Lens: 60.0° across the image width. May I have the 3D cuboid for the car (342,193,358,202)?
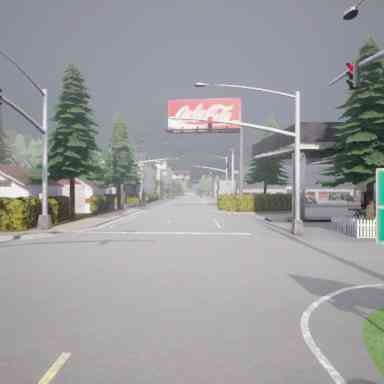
[{"bbox_3d":[34.946,1.489,71.820,2.007,1.523,4.514,0,0,0],"label":"car"}]

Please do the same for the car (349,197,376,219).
[{"bbox_3d":[14.383,1.504,24.973,3.866,1.878,1.905,0,0,0],"label":"car"}]

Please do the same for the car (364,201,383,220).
[{"bbox_3d":[18.712,1.672,30.641,4.611,1.667,2.242,0,0,0],"label":"car"}]

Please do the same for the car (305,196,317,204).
[{"bbox_3d":[22.538,1.552,64.035,1.970,1.475,3.806,0,0,0],"label":"car"}]
